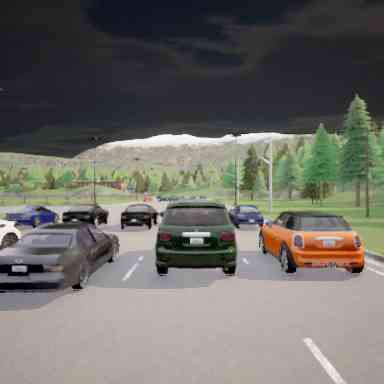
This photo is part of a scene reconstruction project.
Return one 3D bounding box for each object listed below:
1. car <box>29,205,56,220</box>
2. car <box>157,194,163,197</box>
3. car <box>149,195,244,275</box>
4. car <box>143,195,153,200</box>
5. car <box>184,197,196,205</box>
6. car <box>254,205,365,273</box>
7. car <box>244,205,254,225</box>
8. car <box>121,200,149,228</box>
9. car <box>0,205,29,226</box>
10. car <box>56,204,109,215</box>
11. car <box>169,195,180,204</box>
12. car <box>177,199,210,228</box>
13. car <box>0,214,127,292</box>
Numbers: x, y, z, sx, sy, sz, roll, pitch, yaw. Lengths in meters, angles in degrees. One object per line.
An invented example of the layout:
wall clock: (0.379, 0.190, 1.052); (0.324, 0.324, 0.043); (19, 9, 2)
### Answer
car: (-10.383, 1.570, 21.695); (1.812, 1.442, 4.674); (0, 0, 0)
car: (-6.942, 1.694, 82.382); (1.812, 1.442, 4.674); (0, 0, 0)
car: (0.108, 1.247, 10.665); (2.150, 2.045, 5.566); (0, 0, 0)
car: (-10.444, 1.521, 80.464); (2.097, 1.767, 4.553); (0, 0, 0)
car: (-0.288, 1.734, 64.810); (1.895, 1.301, 4.718); (0, 0, 5)
car: (3.606, 1.375, 10.863); (2.097, 1.767, 4.553); (0, 0, 0)
car: (3.614, 1.572, 22.358); (1.812, 1.442, 4.674); (0, 0, 0)
car: (-3.385, 1.523, 21.946); (1.882, 1.535, 5.008); (0, 0, 0)
car: (-6.898, 1.241, 8.947); (2.150, 2.045, 5.566); (0, 0, 0)
car: (-6.883, 1.523, 22.015); (1.882, 1.535, 5.008); (0, 0, 0)
car: (-3.640, 1.497, 70.366); (2.097, 1.767, 4.553); (0, 0, 0)
car: (0.118, 1.400, 23.538); (2.097, 1.767, 4.553); (0, 0, 0)
car: (-3.399, 1.566, 9.071); (2.033, 1.411, 5.357); (0, 0, 0)
